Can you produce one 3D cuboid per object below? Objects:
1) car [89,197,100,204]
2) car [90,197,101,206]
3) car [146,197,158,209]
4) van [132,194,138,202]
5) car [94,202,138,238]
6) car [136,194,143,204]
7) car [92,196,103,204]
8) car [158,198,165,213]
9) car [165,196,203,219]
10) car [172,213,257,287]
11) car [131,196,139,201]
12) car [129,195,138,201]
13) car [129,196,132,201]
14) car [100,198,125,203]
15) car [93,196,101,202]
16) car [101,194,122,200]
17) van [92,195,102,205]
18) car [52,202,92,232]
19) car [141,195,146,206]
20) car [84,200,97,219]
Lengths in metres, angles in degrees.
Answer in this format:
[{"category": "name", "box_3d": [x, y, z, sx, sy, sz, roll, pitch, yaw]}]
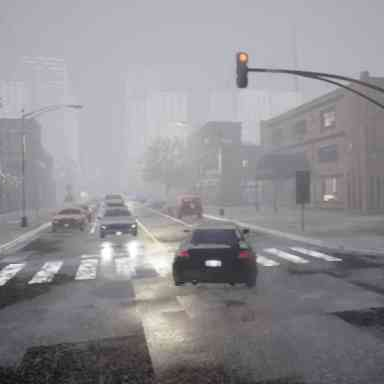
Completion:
[{"category": "car", "box_3d": [-11.310, 1.560, 36.321, 1.752, 1.417, 4.829, -1, 0, -14]}, {"category": "car", "box_3d": [-16.694, 1.584, 57.755, 1.752, 1.417, 4.829, -1, 0, -14]}, {"category": "car", "box_3d": [-4.570, 1.496, 43.887, 1.947, 1.339, 4.313, -1, 0, -14]}, {"category": "van", "box_3d": [-11.303, 1.308, 70.680, 1.690, 1.788, 3.998, -1, 0, -14]}, {"category": "car", "box_3d": [-4.054, 1.537, 18.099, 2.033, 1.411, 5.357, -1, 0, -14]}, {"category": "car", "box_3d": [-8.608, 1.531, 59.962, 1.802, 1.307, 4.206, -1, 0, -14]}, {"category": "car", "box_3d": [-19.428, 1.627, 68.639, 2.008, 1.369, 4.403, -1, 0, -14]}, {"category": "car", "box_3d": [-1.878, 1.487, 33.168, 1.947, 1.339, 4.313, -1, 0, -14]}, {"category": "car", "box_3d": [-0.534, 1.233, 27.808, 2.192, 1.841, 5.009, -1, 0, -14]}, {"category": "car", "box_3d": [0.657, 1.519, 9.258, 1.994, 1.385, 4.181, 0, 0, 5]}, {"category": "car", "box_3d": [-13.992, 1.569, 81.397, 1.802, 1.307, 4.206, -1, 0, -14]}, {"category": "car", "box_3d": [-15.338, 1.564, 86.757, 1.947, 1.339, 4.313, -1, 0, -14]}, {"category": "car", "box_3d": [-12.688, 1.503, 76.204, 1.752, 1.417, 4.829, -1, 0, -14]}, {"category": "car", "box_3d": [-6.332, 1.519, 27.264, 1.812, 1.442, 4.674, -1, 0, -14]}, {"category": "car", "box_3d": [-14.043, 1.627, 47.204, 1.802, 1.307, 4.206, -1, 0, -14]}, {"category": "car", "box_3d": [-8.854, 1.222, 37.565, 2.150, 2.045, 5.566, -1, 0, -14]}, {"category": "van", "box_3d": [-18.084, 1.408, 63.279, 1.690, 1.788, 3.998, -1, 0, -14]}, {"category": "car", "box_3d": [-7.399, 1.570, 20.391, 1.887, 1.381, 4.507, -1, 0, -14]}, {"category": "car", "box_3d": [-5.917, 1.486, 49.245, 2.008, 1.369, 4.403, -1, 0, -14]}, {"category": "car", "box_3d": [-8.659, 1.593, 25.767, 1.947, 1.339, 4.313, -1, 0, -14]}]
